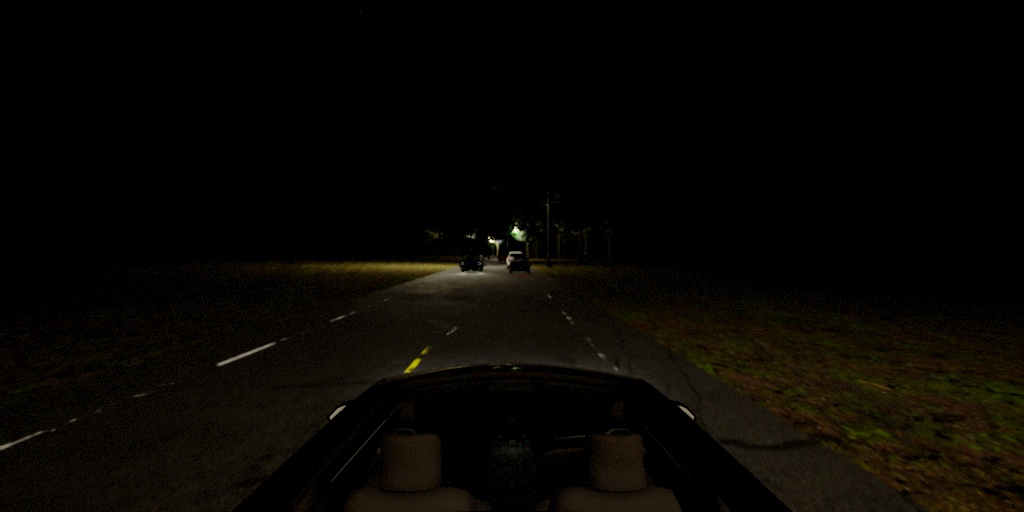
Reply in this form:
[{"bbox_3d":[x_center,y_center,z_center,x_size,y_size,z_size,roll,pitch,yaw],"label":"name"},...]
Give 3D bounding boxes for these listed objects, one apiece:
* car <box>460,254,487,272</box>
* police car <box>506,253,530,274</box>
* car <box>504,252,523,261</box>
[{"bbox_3d":[-3.966,0.706,36.402,2.097,1.767,4.553,0,1,-1],"label":"car"},{"bbox_3d":[0.703,0.790,34.758,1.930,1.638,5.238,0,1,-1],"label":"police car"},{"bbox_3d":[0.450,0.487,44.698,2.150,2.045,5.566,0,1,-2],"label":"car"}]
